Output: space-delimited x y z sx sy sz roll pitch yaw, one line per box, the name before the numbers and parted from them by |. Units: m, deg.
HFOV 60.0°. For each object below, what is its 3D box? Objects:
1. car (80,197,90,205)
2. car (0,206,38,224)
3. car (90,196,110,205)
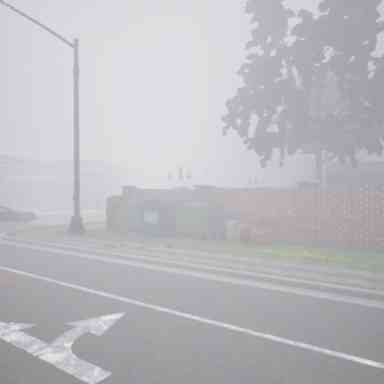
car | -21.511 1.783 66.044 1.970 1.475 3.806 0 0 36
car | -14.489 1.705 24.662 5.357 1.411 2.033 0 0 -39
car | -16.382 1.590 63.348 2.242 1.667 4.611 0 0 36
